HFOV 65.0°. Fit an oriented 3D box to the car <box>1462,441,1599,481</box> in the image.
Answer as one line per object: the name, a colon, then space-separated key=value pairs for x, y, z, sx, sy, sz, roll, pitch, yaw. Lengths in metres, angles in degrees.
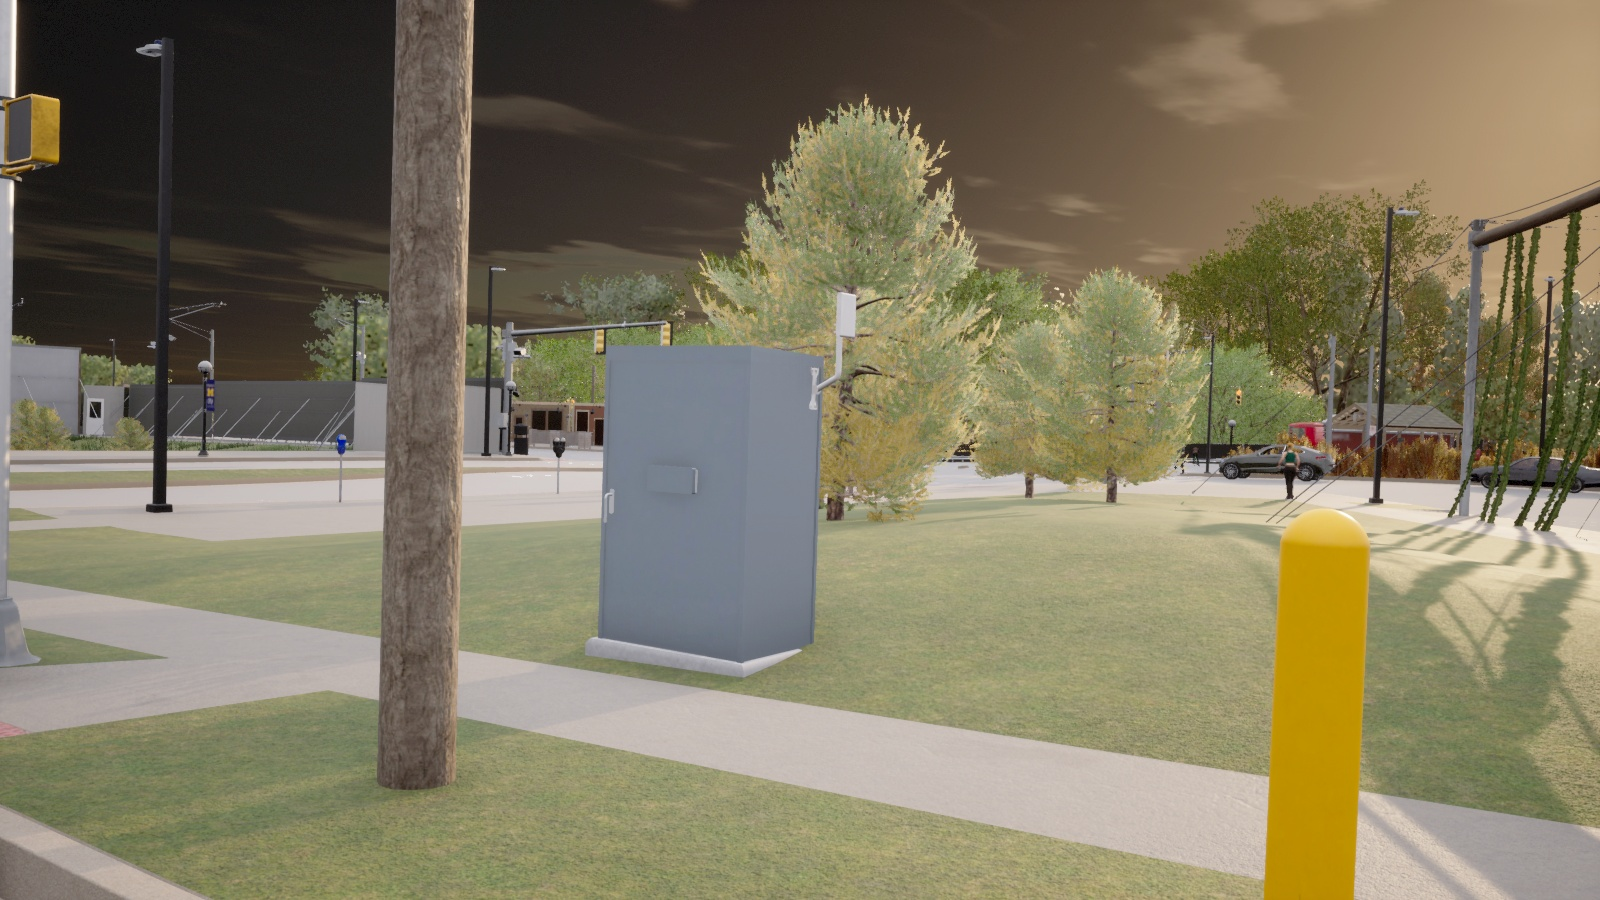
car: x=30.597 y=0.424 z=52.044 sx=5.357 sy=1.411 sz=2.033 roll=2 pitch=3 yaw=34

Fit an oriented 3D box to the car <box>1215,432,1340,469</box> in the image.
car: x=22.014 y=0.016 z=57.931 sx=5.027 sy=1.651 sz=2.152 roll=0 pitch=1 yaw=34

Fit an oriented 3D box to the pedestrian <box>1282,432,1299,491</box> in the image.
pedestrian: x=15.674 y=0.361 z=40.150 sx=0.345 sy=1.836 sz=0.594 roll=1 pitch=2 yaw=9

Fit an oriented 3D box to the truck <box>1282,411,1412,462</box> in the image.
truck: x=38.315 y=-0.944 z=88.099 sx=7.936 sy=3.462 sz=2.891 roll=0 pitch=1 yaw=37
